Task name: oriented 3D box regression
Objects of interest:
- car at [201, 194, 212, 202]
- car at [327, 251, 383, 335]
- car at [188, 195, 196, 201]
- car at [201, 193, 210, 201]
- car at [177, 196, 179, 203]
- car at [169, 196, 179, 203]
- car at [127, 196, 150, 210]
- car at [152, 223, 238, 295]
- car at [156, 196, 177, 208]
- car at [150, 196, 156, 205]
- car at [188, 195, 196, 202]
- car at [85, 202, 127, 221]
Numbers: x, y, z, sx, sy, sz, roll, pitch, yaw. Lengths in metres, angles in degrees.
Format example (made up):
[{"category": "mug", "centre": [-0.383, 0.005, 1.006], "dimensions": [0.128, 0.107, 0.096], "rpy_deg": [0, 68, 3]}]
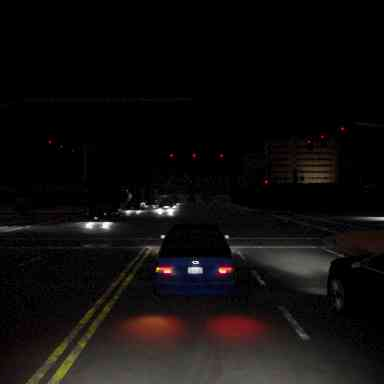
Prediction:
[{"category": "car", "centre": [3.428, 1.344, 74.675], "dimensions": [2.097, 1.767, 4.553], "rpy_deg": [0, 0, 0]}, {"category": "car", "centre": [3.558, 1.491, 4.640], "dimensions": [2.128, 1.511, 4.902], "rpy_deg": [0, 0, 0]}, {"category": "car", "centre": [-0.082, 1.425, 84.656], "dimensions": [1.994, 1.385, 4.181], "rpy_deg": [0, 0, 0]}, {"category": "car", "centre": [3.418, 1.228, 84.631], "dimensions": [2.097, 1.767, 4.553], "rpy_deg": [0, 0, 0]}, {"category": "car", "centre": [-3.639, 1.491, 56.893], "dimensions": [2.128, 1.511, 4.902], "rpy_deg": [0, 0, 0]}, {"category": "car", "centre": [-3.582, 1.506, 67.515], "dimensions": [1.837, 1.490, 4.892], "rpy_deg": [0, 0, 0]}, {"category": "car", "centre": [-7.165, 1.547, 42.721], "dimensions": [2.033, 1.411, 5.357], "rpy_deg": [0, 0, 1]}, {"category": "car", "centre": [0.074, 1.547, 8.882], "dimensions": [2.033, 1.411, 5.357], "rpy_deg": [0, 0, 0]}, {"category": "car", "centre": [-3.645, 1.601, 47.576], "dimensions": [1.895, 1.301, 4.718], "rpy_deg": [0, 0, 0]}, {"category": "car", "centre": [-7.135, 1.501, 58.642], "dimensions": [1.837, 1.490, 4.892], "rpy_deg": [0, 1, 0]}, {"category": "car", "centre": [-0.072, 1.531, 74.382], "dimensions": [2.033, 1.411, 5.357], "rpy_deg": [0, 0, 0]}, {"category": "car", "centre": [-7.125, 1.548, 27.295], "dimensions": [2.033, 1.411, 5.357], "rpy_deg": [0, 0, 0]}]
